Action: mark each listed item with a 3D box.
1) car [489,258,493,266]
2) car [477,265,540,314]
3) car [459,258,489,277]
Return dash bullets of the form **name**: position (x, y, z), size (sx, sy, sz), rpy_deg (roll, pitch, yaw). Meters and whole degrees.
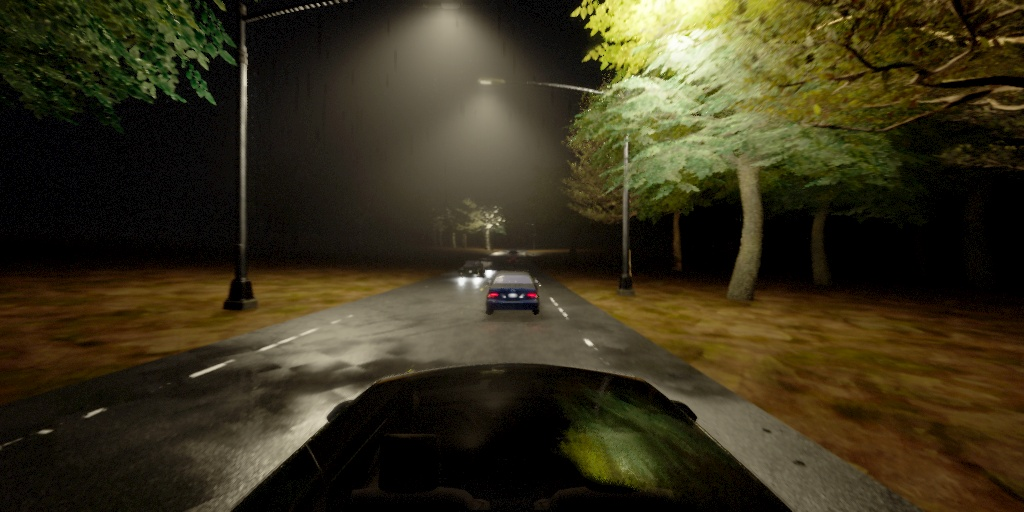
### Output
- **car**: position (-3.370, 0.918, 44.373), size (1.895, 1.301, 4.718), rpy_deg (0, 1, 0)
- **car**: position (0.032, 1.254, 13.595), size (2.033, 1.411, 5.357), rpy_deg (0, 0, 0)
- **car**: position (-3.416, 1.084, 31.317), size (1.994, 1.385, 4.181), rpy_deg (0, 1, 0)
